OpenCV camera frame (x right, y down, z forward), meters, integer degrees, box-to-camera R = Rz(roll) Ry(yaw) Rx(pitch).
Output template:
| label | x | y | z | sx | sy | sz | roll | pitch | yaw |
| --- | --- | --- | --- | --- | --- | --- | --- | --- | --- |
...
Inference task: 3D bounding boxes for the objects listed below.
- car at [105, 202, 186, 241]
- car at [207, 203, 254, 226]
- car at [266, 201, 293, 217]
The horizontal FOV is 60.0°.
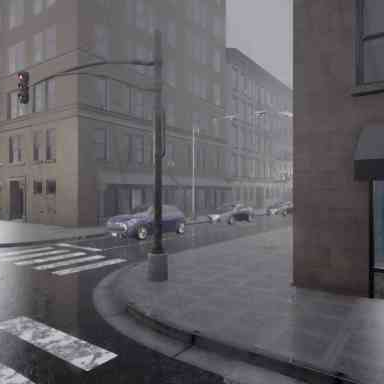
| label | x | y | z | sx | sy | sz | roll | pitch | yaw |
| --- | --- | --- | --- | --- | --- | --- | --- | --- | --- |
| car | -2.333 | 1.432 | 17.530 | 2.097 | 1.767 | 4.553 | 0 | 0 | 36 |
| car | 2.983 | 1.621 | 24.966 | 2.128 | 1.511 | 4.902 | 0 | 0 | 35 |
| car | 9.134 | 1.679 | 33.617 | 2.128 | 1.511 | 4.902 | 0 | 0 | 35 |
